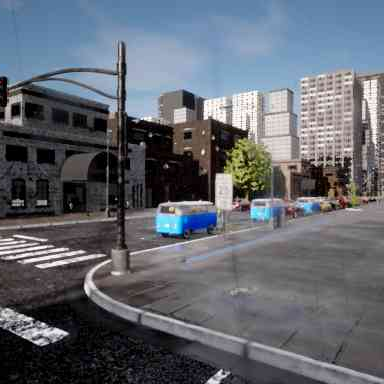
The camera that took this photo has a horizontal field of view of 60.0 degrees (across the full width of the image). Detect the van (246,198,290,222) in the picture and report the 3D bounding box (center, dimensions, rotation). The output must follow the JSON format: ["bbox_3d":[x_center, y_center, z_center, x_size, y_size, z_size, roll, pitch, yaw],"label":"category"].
[{"bbox_3d":[6.165,1.436,26.718,1.690,1.788,3.998,0,0,35],"label":"van"}]

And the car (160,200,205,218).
[{"bbox_3d":[-0.790,1.558,31.396,1.752,1.417,4.829,0,0,35],"label":"car"}]

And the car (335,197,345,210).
[{"bbox_3d":[18.822,1.729,44.818,1.947,1.339,4.313,0,0,35],"label":"car"}]

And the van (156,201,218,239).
[{"bbox_3d":[-0.163,1.407,17.668,1.690,1.788,3.998,0,0,35],"label":"van"}]

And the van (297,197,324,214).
[{"bbox_3d":[12.494,1.469,35.768,1.690,1.788,3.998,0,0,35],"label":"van"}]

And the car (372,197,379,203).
[{"bbox_3d":[44.137,1.900,81.020,1.947,1.339,4.313,0,0,35],"label":"car"}]

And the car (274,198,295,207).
[{"bbox_3d":[15.129,1.666,54.161,1.887,1.381,4.507,0,0,35],"label":"car"}]

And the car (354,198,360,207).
[{"bbox_3d":[25.152,1.517,53.870,2.192,1.841,5.009,0,0,35],"label":"car"}]

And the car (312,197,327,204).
[{"bbox_3d":[27.688,1.729,72.122,1.752,1.417,4.829,0,0,35],"label":"car"}]

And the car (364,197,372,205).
[{"bbox_3d":[34.644,1.810,67.444,1.887,1.381,4.507,0,0,35],"label":"car"}]

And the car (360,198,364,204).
[{"bbox_3d":[28.413,1.748,58.534,1.752,1.417,4.829,0,0,35],"label":"car"}]

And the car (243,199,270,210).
[{"bbox_3d":[8.800,1.629,45.111,1.887,1.381,4.507,0,0,35],"label":"car"}]

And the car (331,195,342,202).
[{"bbox_3d":[37.279,1.713,85.836,1.967,1.590,4.097,0,0,35],"label":"car"}]

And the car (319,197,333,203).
[{"bbox_3d":[30.950,1.792,76.786,1.947,1.339,4.313,0,0,35],"label":"car"}]

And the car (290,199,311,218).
[{"bbox_3d":[9.328,1.655,31.243,1.887,1.381,4.507,0,0,35],"label":"car"}]

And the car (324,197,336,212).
[{"bbox_3d":[15.755,1.671,40.433,1.752,1.417,4.829,0,0,35],"label":"car"}]

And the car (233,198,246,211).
[{"bbox_3d":[5.637,1.507,40.587,1.967,1.590,4.097,0,0,35],"label":"car"}]

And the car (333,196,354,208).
[{"bbox_3d":[21.988,1.497,49.345,2.192,1.841,5.009,0,0,35],"label":"car"}]

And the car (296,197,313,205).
[{"bbox_3d":[21.458,1.706,63.211,1.887,1.381,4.507,0,0,35],"label":"car"}]
